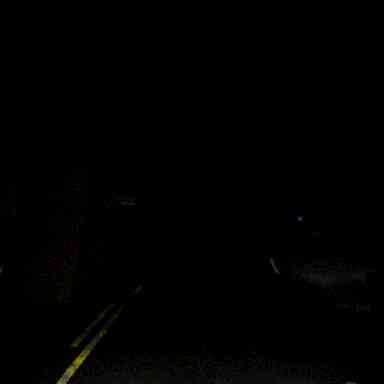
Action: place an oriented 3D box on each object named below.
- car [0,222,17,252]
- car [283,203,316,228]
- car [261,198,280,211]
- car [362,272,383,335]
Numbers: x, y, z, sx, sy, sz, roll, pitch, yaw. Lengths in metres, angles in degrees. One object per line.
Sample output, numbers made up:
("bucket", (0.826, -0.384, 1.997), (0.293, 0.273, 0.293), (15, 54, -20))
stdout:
("car", (-5.772, 1.427, 13.581), (1.882, 1.535, 5.008), (0, 0, 10))
("car", (7.112, 1.452, 22.119), (1.882, 1.535, 5.008), (0, 0, 16))
("car", (9.621, 1.419, 40.682), (1.882, 1.535, 5.008), (0, 0, 19))
("car", (3.805, 1.605, 3.669), (1.895, 1.301, 4.718), (0, 0, 3))
